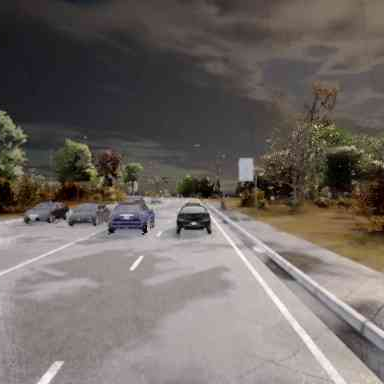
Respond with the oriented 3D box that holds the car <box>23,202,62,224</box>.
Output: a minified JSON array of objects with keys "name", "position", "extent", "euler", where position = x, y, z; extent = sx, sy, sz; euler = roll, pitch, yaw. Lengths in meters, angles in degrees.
[{"name":"car","position":[-10.599,1.496,24.611],"extent":[2.128,1.511,4.902],"euler":[0,0,0]}]

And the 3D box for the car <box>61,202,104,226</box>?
[{"name":"car","position":[-7.099,1.509,23.261],"extent":[1.837,1.490,4.892],"euler":[0,0,0]}]

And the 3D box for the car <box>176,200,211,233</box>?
[{"name":"car","position":[0.099,1.481,19.716],"extent":[1.882,1.535,5.008],"euler":[0,0,0]}]

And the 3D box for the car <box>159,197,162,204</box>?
[{"name":"car","position":[-7.017,1.611,64.850],"extent":[1.895,1.301,4.718],"euler":[0,0,0]}]

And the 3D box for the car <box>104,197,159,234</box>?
[{"name":"car","position":[-3.402,1.356,19.493],"extent":[2.097,1.767,4.553],"euler":[0,0,0]}]
